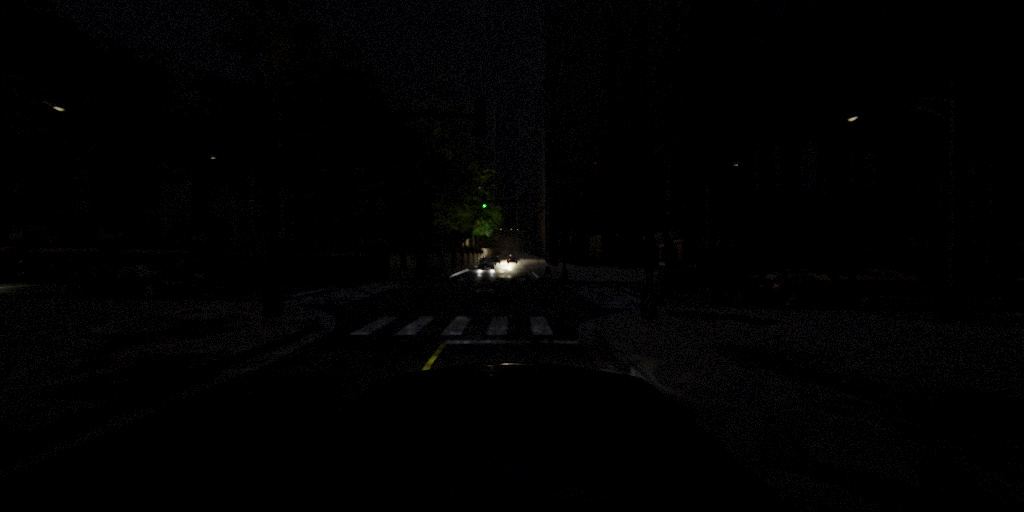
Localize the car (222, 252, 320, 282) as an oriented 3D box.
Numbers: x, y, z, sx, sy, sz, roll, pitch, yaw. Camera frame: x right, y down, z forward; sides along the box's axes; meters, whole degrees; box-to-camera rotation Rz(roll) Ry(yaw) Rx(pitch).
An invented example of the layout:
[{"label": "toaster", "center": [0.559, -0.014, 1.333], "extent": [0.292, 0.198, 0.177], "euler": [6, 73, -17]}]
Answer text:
[{"label": "car", "center": [-14.960, 0.672, 22.869], "extent": [5.009, 1.841, 2.192], "euler": [0, 0, 0]}]

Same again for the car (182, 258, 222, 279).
[{"label": "car", "center": [-20.484, 0.820, 22.887], "extent": [4.507, 1.381, 1.888], "euler": [0, 0, 0]}]

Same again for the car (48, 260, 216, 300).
[{"label": "car", "center": [-14.978, 0.957, 14.343], "extent": [4.403, 1.370, 2.007], "euler": [0, 0, 0]}]

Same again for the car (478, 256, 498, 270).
[{"label": "car", "center": [-3.061, 0.887, 43.518], "extent": [1.812, 1.442, 4.674], "euler": [0, 1, 0]}]

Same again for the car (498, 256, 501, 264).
[{"label": "car", "center": [-2.974, 0.734, 63.627], "extent": [2.033, 1.411, 5.357], "euler": [0, 1, 0]}]

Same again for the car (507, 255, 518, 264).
[{"label": "car", "center": [0.026, 0.786, 63.860], "extent": [1.895, 1.301, 4.718], "euler": [0, 1, 0]}]

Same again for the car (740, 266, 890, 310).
[{"label": "car", "center": [11.859, 1.230, 14.255], "extent": [4.097, 1.591, 1.967], "euler": [0, 0, 0]}]

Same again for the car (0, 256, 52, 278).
[{"label": "car", "center": [-31.533, 0.674, 22.923], "extent": [4.313, 1.339, 1.948], "euler": [0, 0, 0]}]

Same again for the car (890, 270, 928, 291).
[{"label": "car", "center": [22.789, 1.415, 22.745], "extent": [4.829, 1.417, 1.751], "euler": [0, 0, 0]}]

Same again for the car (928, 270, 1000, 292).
[{"label": "car", "center": [28.499, 1.528, 22.726], "extent": [4.313, 1.339, 1.948], "euler": [0, 0, 0]}]

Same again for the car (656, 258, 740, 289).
[{"label": "car", "center": [11.878, 1.056, 22.781], "extent": [5.009, 1.841, 2.192], "euler": [0, 0, 0]}]

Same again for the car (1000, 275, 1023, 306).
[{"label": "car", "center": [22.939, 1.505, 14.219], "extent": [4.313, 1.339, 1.948], "euler": [0, 0, 0]}]
